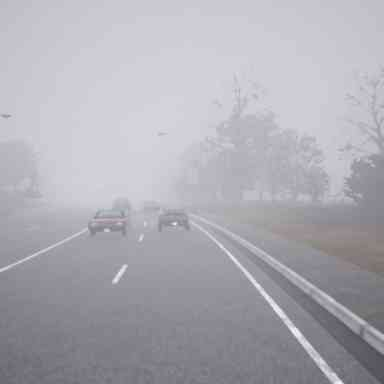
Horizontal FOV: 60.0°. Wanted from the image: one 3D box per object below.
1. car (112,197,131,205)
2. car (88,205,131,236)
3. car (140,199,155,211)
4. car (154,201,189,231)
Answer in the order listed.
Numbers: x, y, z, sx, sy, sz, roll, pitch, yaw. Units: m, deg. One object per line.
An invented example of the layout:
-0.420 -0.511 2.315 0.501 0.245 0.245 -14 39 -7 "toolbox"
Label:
-8.669 1.407 40.772 2.097 1.767 4.553 0 0 -15 "car"
-4.498 1.628 18.824 1.895 1.301 4.718 0 0 -6 "car"
-5.321 1.620 41.792 1.994 1.385 4.181 0 0 -15 "car"
-1.258 1.532 21.026 1.837 1.490 4.892 0 0 -7 "car"
